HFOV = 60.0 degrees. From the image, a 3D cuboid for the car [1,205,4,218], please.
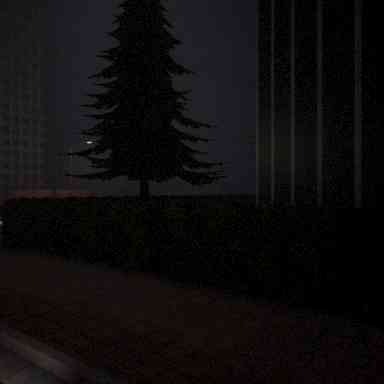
[{"bbox_3d":[-13.118,1.560,28.389,1.837,1.490,4.892,0,0,36],"label":"car"}]
